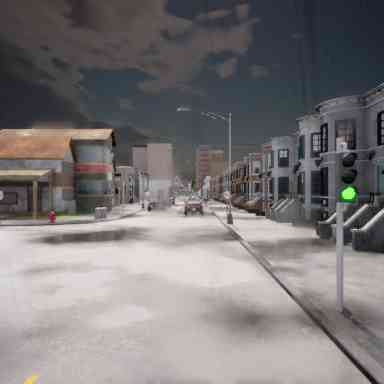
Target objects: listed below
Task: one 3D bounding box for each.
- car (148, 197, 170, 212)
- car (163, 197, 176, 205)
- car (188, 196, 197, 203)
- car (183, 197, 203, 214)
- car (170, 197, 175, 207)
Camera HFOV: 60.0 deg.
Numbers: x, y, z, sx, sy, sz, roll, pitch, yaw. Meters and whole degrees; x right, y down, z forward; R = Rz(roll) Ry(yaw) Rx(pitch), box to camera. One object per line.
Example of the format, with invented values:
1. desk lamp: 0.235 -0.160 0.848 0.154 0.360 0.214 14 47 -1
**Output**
1. car: -4.056 1.568 39.486 1.994 1.385 4.181 0 0 0
2. car: -3.983 1.554 59.881 2.033 1.411 5.357 0 0 1
3. car: 0.134 1.698 73.304 2.033 1.411 5.357 0 0 0
4. car: 0.168 1.529 35.221 1.812 1.442 4.674 0 0 0
5. car: -4.032 1.510 49.432 1.837 1.490 4.892 0 0 0
